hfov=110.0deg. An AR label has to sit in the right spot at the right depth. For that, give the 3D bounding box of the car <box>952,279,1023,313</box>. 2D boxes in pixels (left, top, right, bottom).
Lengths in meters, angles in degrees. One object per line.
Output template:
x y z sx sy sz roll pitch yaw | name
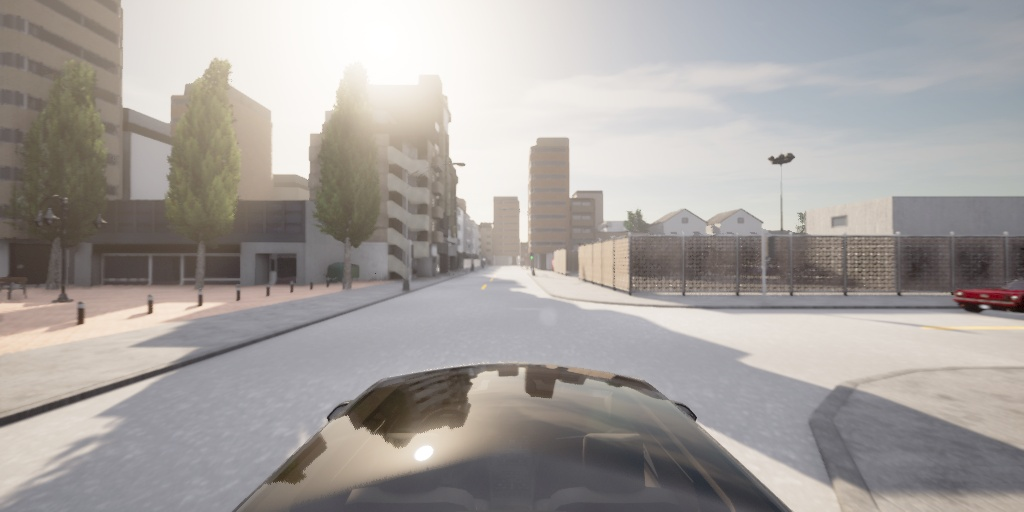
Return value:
18.640 1.459 12.485 4.718 1.301 1.895 0 -1 0 | car
